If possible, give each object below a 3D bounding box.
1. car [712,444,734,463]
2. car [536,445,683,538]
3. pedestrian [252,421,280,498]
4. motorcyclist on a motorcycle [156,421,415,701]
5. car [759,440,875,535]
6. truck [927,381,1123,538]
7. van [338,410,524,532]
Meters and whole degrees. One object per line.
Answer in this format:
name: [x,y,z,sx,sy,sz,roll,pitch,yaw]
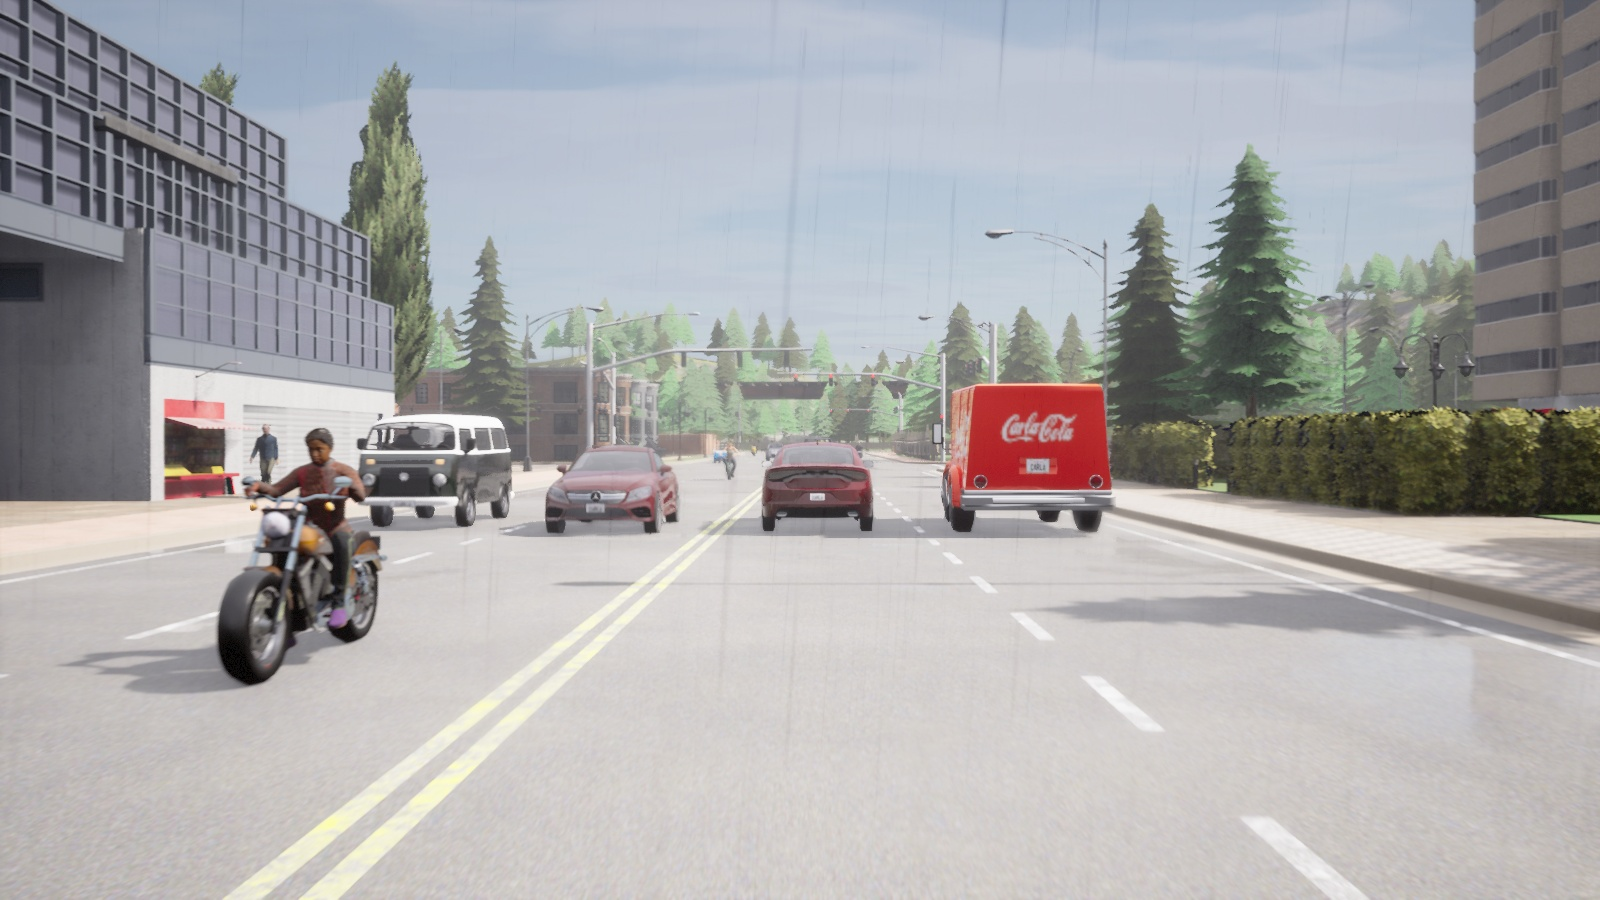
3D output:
car: [-5.666,0.273,92.797,1.481,1.376,2.207,0,0,1]
car: [-3.196,0.646,21.971,1.812,1.442,4.674,0,0,1]
pedestrian: [-13.005,0.222,30.583,0.402,1.842,0.726,0,0,-4]
motorcyclist on a motorcycle: [-3.391,0.646,8.569,0.766,1.649,2.350,0,0,1]
car: [0.317,0.596,22.869,1.882,1.535,5.008,0,0,1]
truck: [3.811,0.137,22.425,2.627,2.467,5.204,0,0,1]
van: [-6.677,0.333,23.276,2.069,2.038,4.480,0,0,1]
